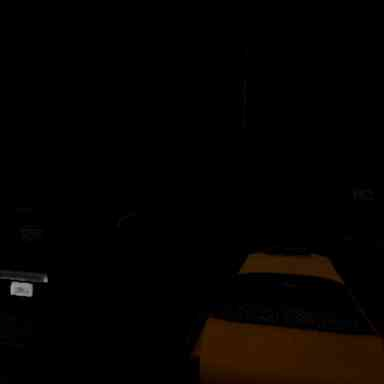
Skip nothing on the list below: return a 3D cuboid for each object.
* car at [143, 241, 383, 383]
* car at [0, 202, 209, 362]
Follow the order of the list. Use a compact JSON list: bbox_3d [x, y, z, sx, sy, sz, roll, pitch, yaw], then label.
[{"bbox_3d":[1.329,1.477,4.675,1.946,1.575,5.366,0,-1,16],"label":"car"},{"bbox_3d":[-1.173,1.209,6.286,2.435,2.045,5.566,0,-1,16],"label":"car"}]
